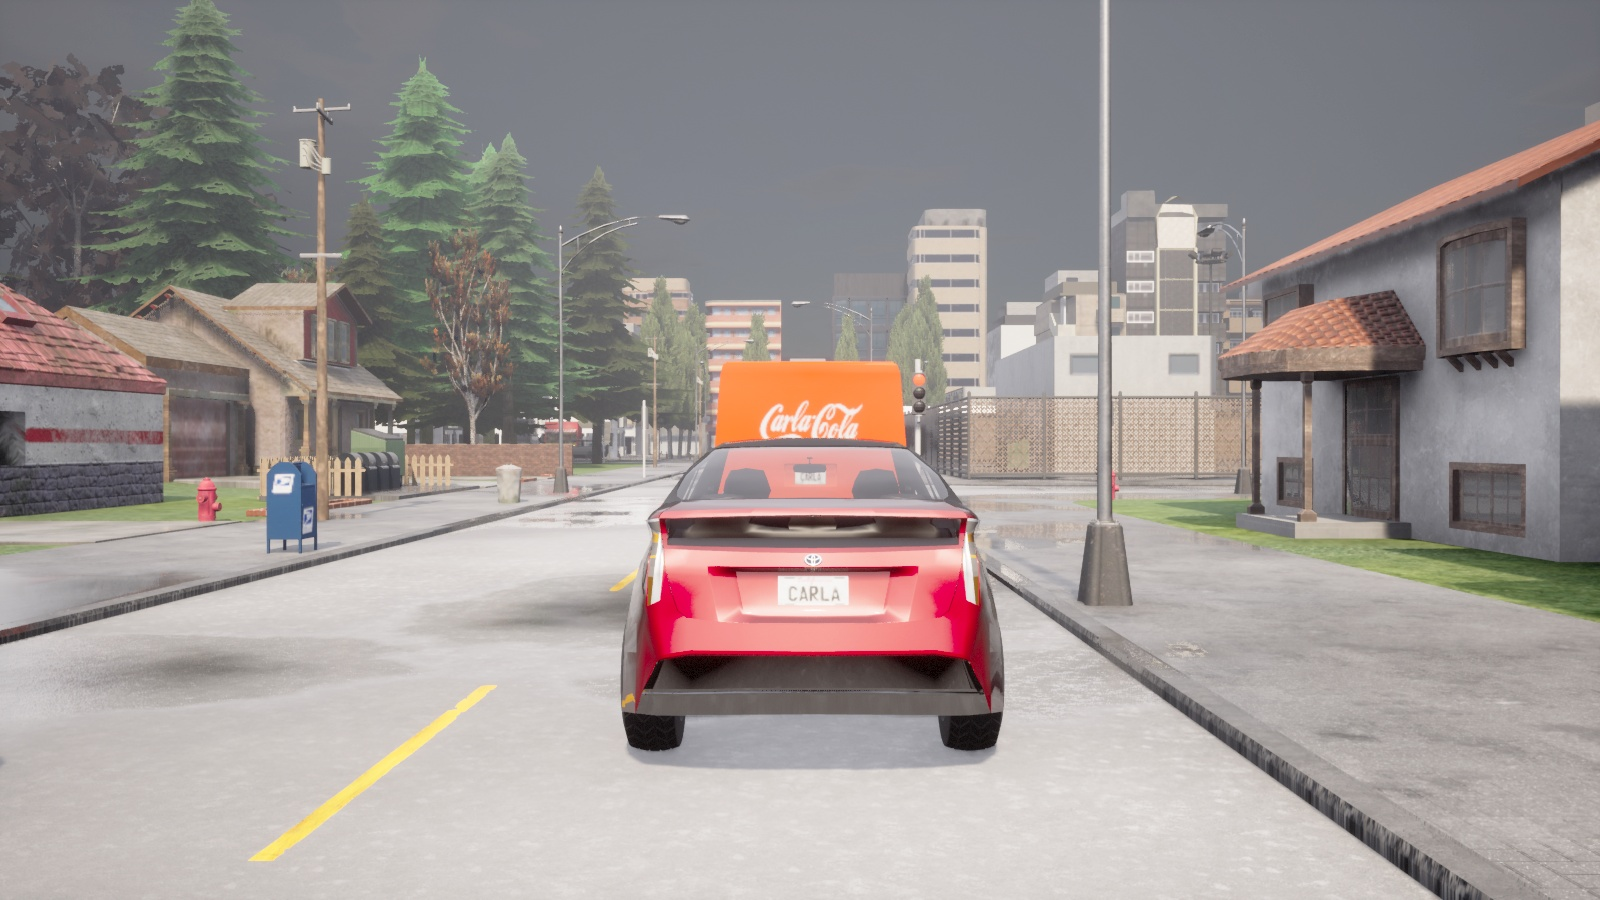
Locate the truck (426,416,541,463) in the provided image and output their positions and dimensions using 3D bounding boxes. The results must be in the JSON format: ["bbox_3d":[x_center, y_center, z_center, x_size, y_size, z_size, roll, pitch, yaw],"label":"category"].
[{"bbox_3d":[-23.756,-0.788,94.488,7.936,3.462,2.891,0,0,2],"label":"truck"}]

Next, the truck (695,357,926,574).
[{"bbox_3d":[0.118,0.164,16.898,2.627,2.467,5.204,0,0,0],"label":"truck"}]

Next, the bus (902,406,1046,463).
[{"bbox_3d":[12.958,-1.152,94.425,10.273,4.253,3.944,0,0,0],"label":"bus"}]

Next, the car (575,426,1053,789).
[{"bbox_3d":[0.061,0.651,7.533,2.007,1.525,4.514,0,0,0],"label":"car"}]
